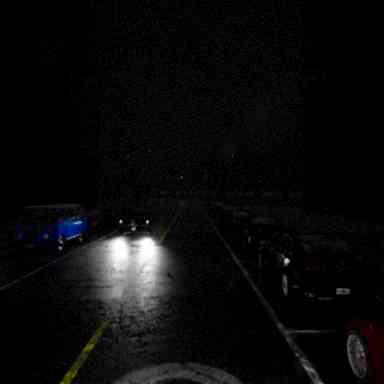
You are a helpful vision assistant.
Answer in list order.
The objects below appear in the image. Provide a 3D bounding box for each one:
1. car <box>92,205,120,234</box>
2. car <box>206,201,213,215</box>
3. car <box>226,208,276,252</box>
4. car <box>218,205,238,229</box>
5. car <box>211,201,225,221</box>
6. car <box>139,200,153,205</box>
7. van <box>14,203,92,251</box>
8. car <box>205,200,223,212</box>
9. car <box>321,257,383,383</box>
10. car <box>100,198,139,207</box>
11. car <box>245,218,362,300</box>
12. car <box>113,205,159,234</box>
[{"bbox_3d":[-5.768,1.657,19.605,1.802,1.307,4.206,0,0,0],"label":"car"},{"bbox_3d":[2.754,1.716,36.583,1.887,1.381,4.507,-1,0,0],"label":"car"},{"bbox_3d":[2.757,1.603,13.907,2.008,1.369,4.403,0,0,0],"label":"car"},{"bbox_3d":[2.757,1.658,19.575,1.802,1.307,4.206,0,0,0],"label":"car"},{"bbox_3d":[2.755,1.654,25.244,2.008,1.369,4.403,-1,0,0],"label":"car"},{"bbox_3d":[-5.770,1.737,36.612,1.947,1.339,4.313,-1,0,0],"label":"car"},{"bbox_3d":[-5.769,1.392,13.937,1.690,1.788,3.998,0,0,0],"label":"van"},{"bbox_3d":[2.755,1.775,42.251,1.947,1.339,4.313,-1,0,0],"label":"car"},{"bbox_3d":[2.758,1.592,2.568,1.802,1.307,4.206,0,0,0],"label":"car"},{"bbox_3d":[-5.771,1.418,25.275,2.192,1.841,5.009,0,0,0],"label":"car"},{"bbox_3d":[2.757,1.581,8.238,2.008,1.369,4.403,0,0,0],"label":"car"},{"bbox_3d":[-3.100,1.678,19.964,1.895,1.301,4.718,0,0,0],"label":"car"}]
